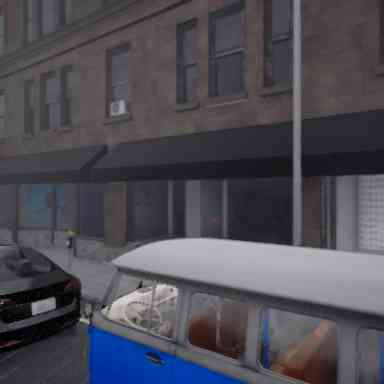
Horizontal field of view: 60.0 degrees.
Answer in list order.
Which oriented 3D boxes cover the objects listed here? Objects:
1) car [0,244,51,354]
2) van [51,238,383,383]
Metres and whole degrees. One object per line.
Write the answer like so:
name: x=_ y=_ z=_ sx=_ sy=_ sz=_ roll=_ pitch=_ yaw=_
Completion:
car: x=-3.696 y=1.584 z=5.712 sx=4.313 sy=1.339 sz=1.947 roll=0 pitch=0 yaw=35
van: x=0.912 y=1.342 z=2.426 sx=3.998 sy=1.788 sz=1.690 roll=0 pitch=0 yaw=35
